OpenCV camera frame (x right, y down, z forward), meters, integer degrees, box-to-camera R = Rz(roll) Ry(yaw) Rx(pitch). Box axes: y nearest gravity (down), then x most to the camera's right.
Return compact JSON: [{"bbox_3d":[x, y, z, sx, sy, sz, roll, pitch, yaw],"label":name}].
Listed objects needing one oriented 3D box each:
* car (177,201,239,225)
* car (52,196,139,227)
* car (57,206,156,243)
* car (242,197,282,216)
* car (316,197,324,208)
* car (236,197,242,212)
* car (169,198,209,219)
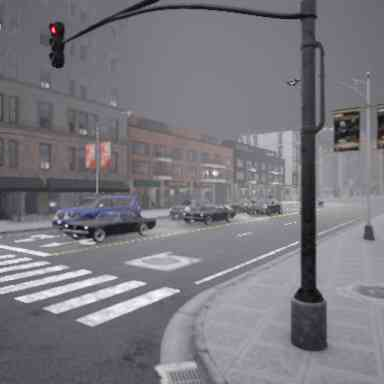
[{"bbox_3d":[1.282,1.605,24.242,1.895,1.301,4.718,0,0,35],"label":"car"},{"bbox_3d":[-5.576,1.258,20.187,2.150,2.045,5.566,0,0,35],"label":"car"},{"bbox_3d":[-4.012,1.640,16.758,1.895,1.301,4.718,0,0,35],"label":"car"},{"bbox_3d":[7.135,1.319,32.493,2.097,1.767,4.553,0,0,36],"label":"car"},{"bbox_3d":[16.680,1.405,45.792,1.882,1.535,5.008,0,0,35],"label":"car"},{"bbox_3d":[5.995,1.315,36.491,2.097,1.767,4.553,0,0,35],"label":"car"},{"bbox_3d":[0.058,1.351,28.130,2.097,1.767,4.553,0,0,35],"label":"car"}]
